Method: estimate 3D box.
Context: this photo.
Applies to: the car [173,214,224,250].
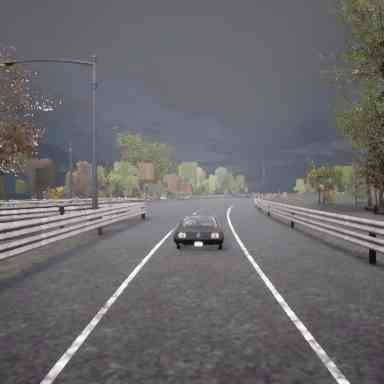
[{"bbox_3d":[0.354,1.611,14.338,1.895,1.301,4.718,0,0,3],"label":"car"}]
